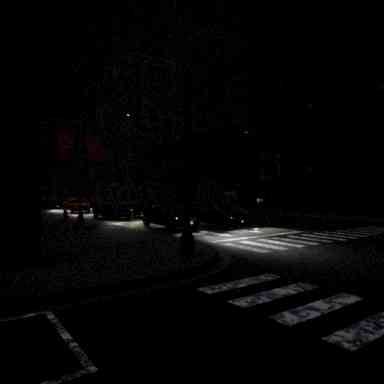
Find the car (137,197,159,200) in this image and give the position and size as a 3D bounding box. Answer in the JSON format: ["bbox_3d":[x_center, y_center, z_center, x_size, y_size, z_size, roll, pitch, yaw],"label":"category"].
[{"bbox_3d":[-3.594,1.313,29.227,2.097,1.767,4.553,0,0,-36],"label":"car"}]

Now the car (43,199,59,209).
[{"bbox_3d":[-18.395,1.535,44.310,1.895,1.301,4.718,0,0,-35],"label":"car"}]

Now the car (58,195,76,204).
[{"bbox_3d":[-23.815,1.385,63.213,2.128,1.511,4.902,0,0,-36],"label":"car"}]

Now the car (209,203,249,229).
[{"bbox_3d":[1.646,1.500,21.978,1.812,1.442,4.674,0,0,-37],"label":"car"}]

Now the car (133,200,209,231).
[{"bbox_3d":[-1.451,1.469,20.688,2.128,1.511,4.902,0,0,-36],"label":"car"}]

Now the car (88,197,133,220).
[{"bbox_3d":[-6.867,1.441,28.212,1.882,1.535,5.008,0,0,-36],"label":"car"}]

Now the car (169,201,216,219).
[{"bbox_3d":[-0.051,1.559,30.208,1.895,1.301,4.718,0,0,-36],"label":"car"}]

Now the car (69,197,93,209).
[{"bbox_3d":[-15.272,1.457,45.528,1.812,1.442,4.674,0,0,-35],"label":"car"}]

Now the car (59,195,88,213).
[{"bbox_3d":[-12.637,1.426,36.236,1.882,1.535,5.008,0,0,-35],"label":"car"}]
